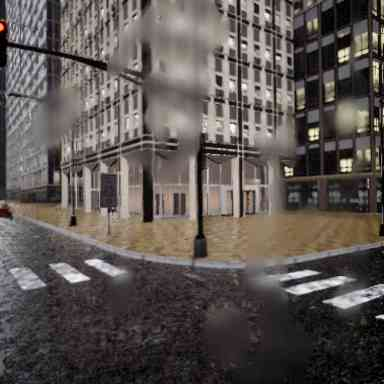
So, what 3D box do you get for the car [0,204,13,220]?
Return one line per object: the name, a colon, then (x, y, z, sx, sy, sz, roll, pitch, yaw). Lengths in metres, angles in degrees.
car: (-16.088, 1.624, 27.871, 1.802, 1.307, 4.206, 1, -1, -35)
